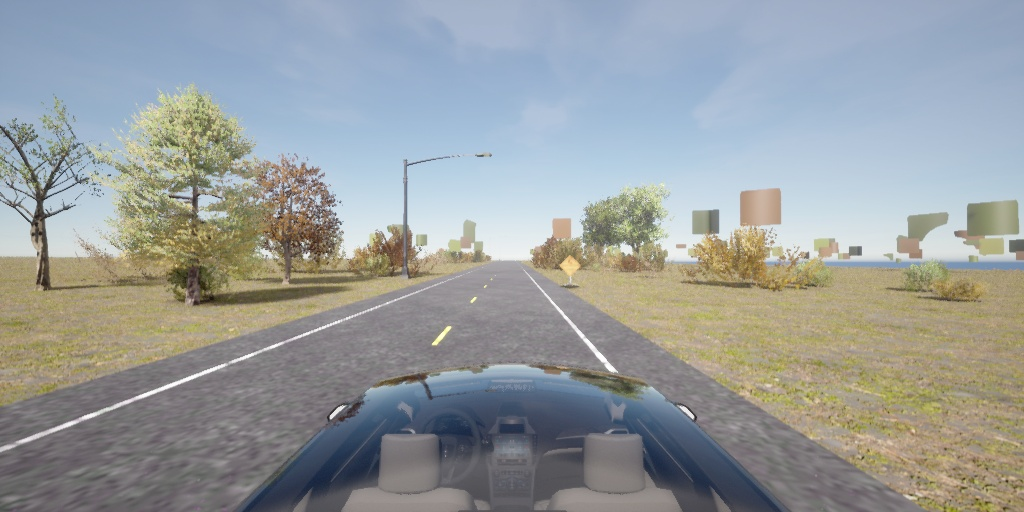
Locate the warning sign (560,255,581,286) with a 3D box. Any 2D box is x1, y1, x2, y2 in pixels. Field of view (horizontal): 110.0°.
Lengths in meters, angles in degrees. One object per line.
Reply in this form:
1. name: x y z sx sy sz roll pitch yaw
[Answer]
1. warning sign: 3.550 0.873 21.798 1.300 1.860 1.060 0 0 0
